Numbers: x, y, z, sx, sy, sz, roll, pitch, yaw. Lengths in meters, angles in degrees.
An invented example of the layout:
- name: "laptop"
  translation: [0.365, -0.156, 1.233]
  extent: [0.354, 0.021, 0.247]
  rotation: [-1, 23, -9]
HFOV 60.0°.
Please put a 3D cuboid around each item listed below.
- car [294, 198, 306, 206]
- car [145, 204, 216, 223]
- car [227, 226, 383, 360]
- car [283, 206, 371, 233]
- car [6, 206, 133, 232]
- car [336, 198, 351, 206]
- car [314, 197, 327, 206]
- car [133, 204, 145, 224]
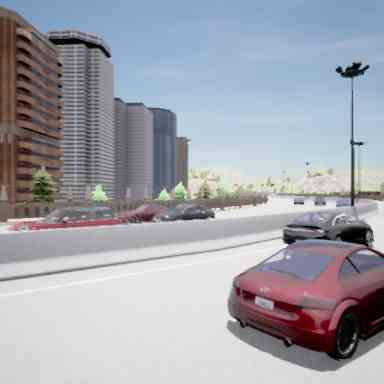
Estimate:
- name: "car"
  translation: [19.305, 1.694, 59.579]
  extent: [2.033, 1.411, 5.357]
  rotation: [0, 0, 19]
- name: "car"
  translation: [-0.460, 1.578, 22.219]
  extent: [4.892, 1.490, 1.837]
  rotation: [0, 0, -44]
- name: "car"
  translation: [2.620, 1.579, 6.068]
  extent: [4.181, 1.385, 1.994]
  rotation: [0, 0, -38]
- name: "car"
  translation: [5.489, 1.522, 13.165]
  extent: [4.902, 1.511, 2.128]
  rotation: [0, 0, -43]
- name: "car"
  translation: [-5.070, 1.408, 13.578]
  extent: [4.553, 1.767, 2.097]
  rotation: [0, 0, -39]
- name: "car"
  translation: [20.886, 1.624, 45.582]
  extent: [1.812, 1.442, 4.674]
  rotation: [0, 0, 26]
- name: "car"
  translation: [22.207, 1.637, 57.500]
  extent: [1.837, 1.490, 4.892]
  rotation: [0, 0, 20]
- name: "car"
  translation: [-3.311, 1.612, 24.320]
  extent: [4.674, 1.442, 1.812]
  rotation: [0, 0, -44]
